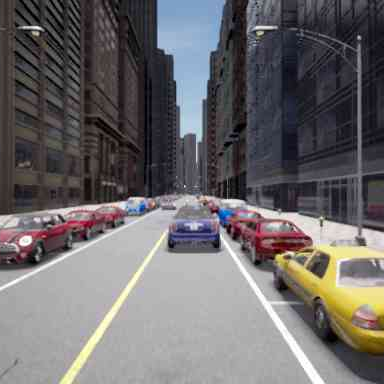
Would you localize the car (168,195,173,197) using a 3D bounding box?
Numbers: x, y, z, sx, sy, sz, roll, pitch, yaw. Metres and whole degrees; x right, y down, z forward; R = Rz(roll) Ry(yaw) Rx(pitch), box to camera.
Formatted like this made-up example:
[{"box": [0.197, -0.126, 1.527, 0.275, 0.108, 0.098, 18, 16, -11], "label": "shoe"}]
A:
[{"box": [-5.739, 1.582, 67.760, 2.192, 1.841, 5.009, 0, 0, 0], "label": "car"}]

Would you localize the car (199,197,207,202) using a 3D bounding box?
[{"box": [2.790, 1.888, 84.574, 2.008, 1.369, 4.403, 0, 0, 0], "label": "car"}]

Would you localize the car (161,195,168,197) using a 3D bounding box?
[{"box": [-5.742, 1.662, 56.556, 1.967, 1.590, 4.097, 0, 0, 0], "label": "car"}]

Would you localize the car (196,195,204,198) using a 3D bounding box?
[{"box": [2.372, 1.748, 73.411, 1.801, 1.575, 5.366, 0, 0, 0], "label": "car"}]

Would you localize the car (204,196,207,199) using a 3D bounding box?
[{"box": [2.778, 1.596, 39.758, 1.967, 1.590, 4.097, 0, 0, 0], "label": "car"}]

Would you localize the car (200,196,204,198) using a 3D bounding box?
[{"box": [2.783, 1.767, 56.564, 1.887, 1.381, 4.507, 0, 0, 0], "label": "car"}]

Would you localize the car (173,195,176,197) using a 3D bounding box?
[{"box": [-5.735, 1.628, 78.963, 2.192, 1.841, 5.009, 0, 0, 0], "label": "car"}]

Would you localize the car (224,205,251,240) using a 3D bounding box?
[{"box": [2.771, 1.613, 17.349, 1.887, 1.381, 4.507, 0, 0, 0], "label": "car"}]

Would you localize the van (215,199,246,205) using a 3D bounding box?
[{"box": [2.774, 1.431, 22.952, 1.690, 1.788, 3.998, 0, 0, 0], "label": "van"}]

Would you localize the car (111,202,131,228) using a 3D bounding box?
[{"box": [-5.752, 1.634, 22.945, 1.887, 1.381, 4.507, 0, 0, 0], "label": "car"}]

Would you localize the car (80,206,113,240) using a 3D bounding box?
[{"box": [-5.754, 1.613, 17.343, 1.887, 1.381, 4.507, 0, 0, 0], "label": "car"}]

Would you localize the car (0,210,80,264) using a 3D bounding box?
[{"box": [-5.755, 1.486, 11.742, 1.967, 1.590, 4.097, 0, 0, 0], "label": "car"}]

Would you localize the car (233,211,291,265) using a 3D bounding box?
[{"box": [2.770, 1.591, 11.748, 1.887, 1.381, 4.507, 0, 0, 0], "label": "car"}]

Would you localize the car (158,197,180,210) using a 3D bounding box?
[{"box": [-3.078, 1.777, 45.010, 1.895, 1.301, 4.718, 0, 0, 0], "label": "car"}]

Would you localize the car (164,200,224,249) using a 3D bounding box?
[{"box": [0.087, 1.412, 15.018, 2.097, 1.767, 4.553, 0, 0, 0], "label": "car"}]

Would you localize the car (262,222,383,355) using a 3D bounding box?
[{"box": [2.768, 1.551, 6.315, 1.752, 1.417, 4.829, 0, 0, 0], "label": "car"}]

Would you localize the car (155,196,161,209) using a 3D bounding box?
[{"box": [-5.745, 1.618, 45.353, 1.967, 1.590, 4.097, 0, 0, 0], "label": "car"}]

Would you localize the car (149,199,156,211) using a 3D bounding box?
[{"box": [-5.748, 1.738, 39.750, 1.802, 1.307, 4.206, 0, 0, 0], "label": "car"}]

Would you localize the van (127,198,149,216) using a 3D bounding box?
[{"box": [-5.748, 1.475, 34.150, 1.690, 1.788, 3.998, 0, 0, 0], "label": "van"}]

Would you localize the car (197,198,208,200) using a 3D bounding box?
[{"box": [0.095, 1.611, 30.472, 2.128, 1.511, 4.902, 0, 0, 0], "label": "car"}]

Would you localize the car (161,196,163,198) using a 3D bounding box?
[{"box": [-5.744, 1.766, 50.954, 1.947, 1.339, 4.313, 0, 0, 0], "label": "car"}]

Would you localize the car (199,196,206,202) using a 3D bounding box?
[{"box": [2.792, 1.802, 90.177, 1.967, 1.590, 4.097, 0, 0, 0], "label": "car"}]
